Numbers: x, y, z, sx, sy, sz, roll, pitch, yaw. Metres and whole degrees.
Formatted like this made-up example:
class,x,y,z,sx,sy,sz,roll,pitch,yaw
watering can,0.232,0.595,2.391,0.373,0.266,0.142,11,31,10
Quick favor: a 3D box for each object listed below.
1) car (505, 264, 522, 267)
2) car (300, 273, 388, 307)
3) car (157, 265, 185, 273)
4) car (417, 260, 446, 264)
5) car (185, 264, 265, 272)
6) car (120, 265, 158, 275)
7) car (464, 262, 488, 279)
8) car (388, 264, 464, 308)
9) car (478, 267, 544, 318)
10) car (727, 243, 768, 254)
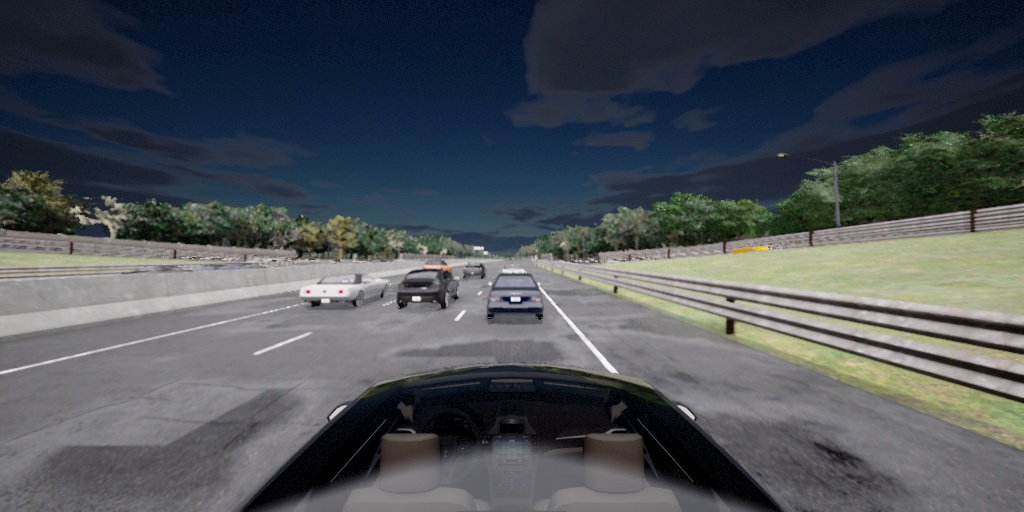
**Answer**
class,x,y,z,sx,sy,sz,roll,pitch,yaw
car,0.104,1.390,31.788,1.895,1.301,4.718,0,0,0
car,-6.895,1.366,15.487,1.895,1.301,4.718,0,0,0
car,-21.092,1.325,25.181,2.033,1.411,5.357,0,0,0
car,-6.889,1.144,33.150,2.097,1.767,4.553,0,0,0
car,-17.590,1.266,23.049,2.128,1.511,4.902,0,0,0
car,-24.588,1.341,24.828,1.994,1.385,4.181,0,0,0
car,-3.389,1.284,33.387,2.128,1.511,4.902,0,0,0
car,-3.395,1.270,15.168,1.837,1.490,4.892,0,0,0
car,0.105,1.310,12.952,2.033,1.411,5.357,0,0,0
car,29.943,-0.813,45.780,1.882,1.535,5.008,0,-4,-11
